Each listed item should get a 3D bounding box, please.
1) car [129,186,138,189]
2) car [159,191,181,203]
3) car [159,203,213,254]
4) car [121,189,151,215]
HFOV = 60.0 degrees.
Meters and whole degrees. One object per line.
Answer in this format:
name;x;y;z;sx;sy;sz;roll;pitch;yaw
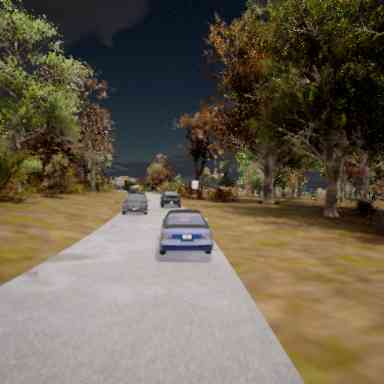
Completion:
car;-11.422;-0.466;65.067;2.033;1.411;5.357;2;1;-15
car;-2.199;0.636;33.157;1.837;1.490;4.892;2;2;-8
car;-0.293;1.379;12.804;2.033;1.411;5.357;0;1;-3
car;-4.243;0.855;25.375;1.837;1.490;4.892;1;2;-6
